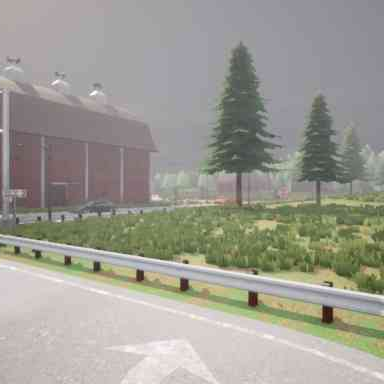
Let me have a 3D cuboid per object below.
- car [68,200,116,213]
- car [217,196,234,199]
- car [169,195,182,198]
[{"bbox_3d":[-9.605,1.530,32.372,1.837,1.490,4.892,0,0,37],"label":"car"},{"bbox_3d":[5.086,1.377,52.129,2.097,1.767,4.553,0,0,37],"label":"car"},{"bbox_3d":[-4.305,1.530,85.492,1.816,1.474,4.193,0,0,36],"label":"car"}]
